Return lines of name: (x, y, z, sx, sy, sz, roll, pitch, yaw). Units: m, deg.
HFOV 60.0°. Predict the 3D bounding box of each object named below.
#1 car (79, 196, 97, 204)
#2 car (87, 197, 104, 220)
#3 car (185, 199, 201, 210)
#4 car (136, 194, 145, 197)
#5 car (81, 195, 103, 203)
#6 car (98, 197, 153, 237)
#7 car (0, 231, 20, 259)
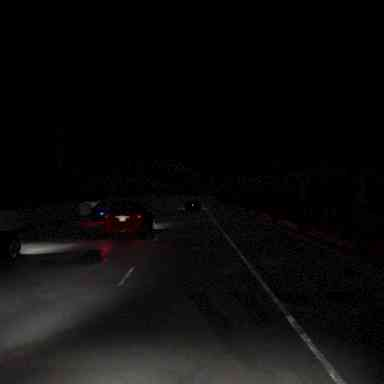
car: (-21.002, 1.584, 67.284, 2.033, 1.411, 5.357, 0, 0, 0)
car: (-6.902, 1.496, 27.892, 1.882, 1.535, 5.008, 0, 0, 0)
car: (0.098, 1.592, 42.411, 1.994, 1.385, 4.181, 0, 0, 0)
car: (-13.768, 1.366, 88.451, 2.097, 1.767, 4.553, 0, 0, 1)
car: (-14.075, 1.383, 48.623, 2.097, 1.767, 4.553, 0, 0, 0)
car: (-3.401, 1.364, 18.414, 2.097, 1.767, 4.553, 0, 0, 0)
car: (-6.900, 1.532, 9.656, 1.812, 1.442, 4.674, 0, 0, 0)
